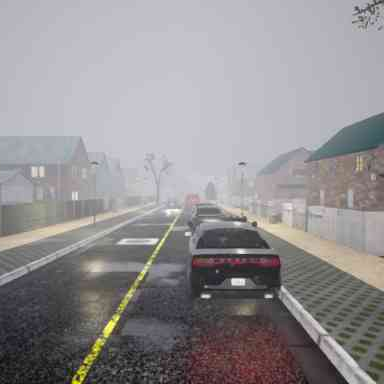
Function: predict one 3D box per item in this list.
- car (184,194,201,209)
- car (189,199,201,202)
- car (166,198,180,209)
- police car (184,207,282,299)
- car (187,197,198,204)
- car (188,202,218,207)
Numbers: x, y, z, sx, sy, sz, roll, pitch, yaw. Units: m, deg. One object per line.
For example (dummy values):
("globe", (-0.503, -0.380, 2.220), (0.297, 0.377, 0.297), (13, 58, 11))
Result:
("car", (0.121, 1.281, 46.803), (2.150, 2.045, 5.566), (0, 0, 1))
("car", (0.869, 1.519, 24.490), (1.837, 1.490, 4.892), (0, 0, 0))
("car", (-2.664, 1.551, 46.825), (2.128, 1.511, 4.902), (0, 0, 0))
("police car", (0.840, 1.424, 8.598), (1.930, 1.638, 5.238), (0, 0, 0))
("car", (0.121, 1.677, 66.029), (2.033, 1.411, 5.357), (0, 0, 0))
("car", (0.859, 1.512, 18.489), (1.837, 1.490, 4.892), (0, 0, 0))
